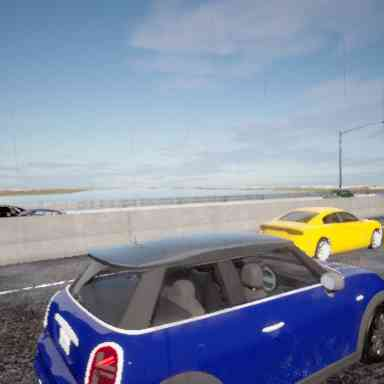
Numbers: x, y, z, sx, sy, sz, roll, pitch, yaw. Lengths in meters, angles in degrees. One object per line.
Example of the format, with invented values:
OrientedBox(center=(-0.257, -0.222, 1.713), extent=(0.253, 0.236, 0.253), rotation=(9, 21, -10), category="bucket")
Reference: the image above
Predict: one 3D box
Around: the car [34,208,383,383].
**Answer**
OrientedBox(center=(0.611, 1.285, 4.157), extent=(4.553, 1.767, 2.097), rotation=(-2, 1, -35), category="car")

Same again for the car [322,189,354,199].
OrientedBox(center=(18.630, 0.414, 42.482), extent=(4.553, 1.767, 2.097), rotation=(-2, 1, -34), category="car")

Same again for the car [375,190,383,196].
OrientedBox(center=(25.497, 0.404, 42.924), extent=(5.008, 1.535, 1.882), rotation=(-1, 1, -34), category="car")

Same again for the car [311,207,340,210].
OrientedBox(center=(4.397, 1.243, 11.098), extent=(5.008, 1.535, 1.882), rotation=(-2, 1, -35), category="car")

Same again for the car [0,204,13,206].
OrientedBox(center=(-10.836, 1.460, 17.744), extent=(4.892, 1.490, 1.837), rotation=(-2, 1, -35), category="car")

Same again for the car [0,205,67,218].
OrientedBox(center=(-7.474, 1.483, 15.832), extent=(4.181, 1.385, 1.994), rotation=(-2, 1, -35), category="car")
